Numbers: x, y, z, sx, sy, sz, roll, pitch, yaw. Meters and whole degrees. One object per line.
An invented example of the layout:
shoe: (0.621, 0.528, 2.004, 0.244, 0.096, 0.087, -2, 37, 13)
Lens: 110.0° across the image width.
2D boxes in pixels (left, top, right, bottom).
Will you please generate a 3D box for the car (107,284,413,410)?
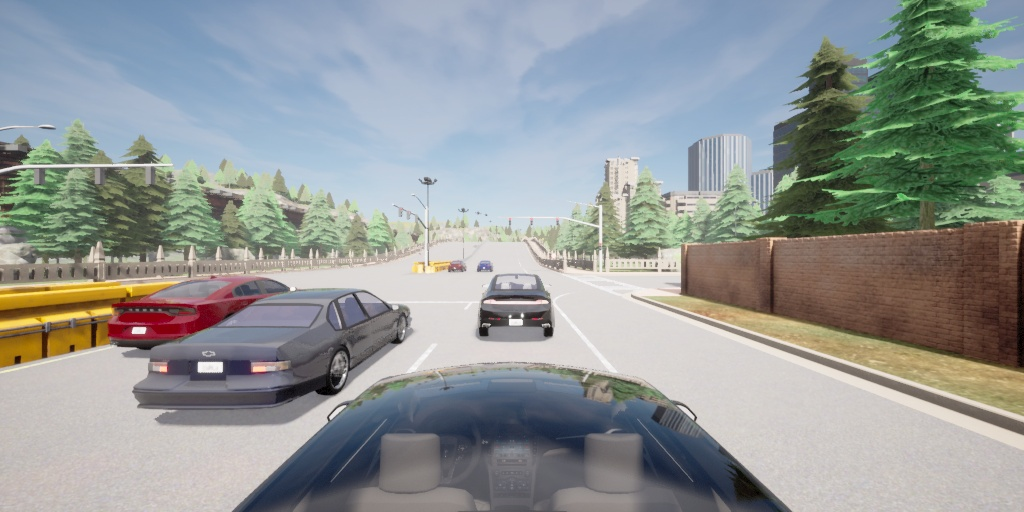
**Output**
car: (-3.398, 1.297, 6.544, 2.033, 1.411, 5.357, 0, 0, 0)

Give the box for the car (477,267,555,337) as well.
car: (0.130, 1.242, 10.289, 2.128, 1.511, 4.902, 0, 0, 1)

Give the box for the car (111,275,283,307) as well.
car: (-6.898, 1.228, 9.108, 1.882, 1.535, 5.008, 0, 0, 0)

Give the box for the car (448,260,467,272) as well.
car: (-6.887, 1.276, 45.359, 1.812, 1.442, 4.674, 0, 0, 0)

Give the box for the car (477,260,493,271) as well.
car: (-3.391, 1.276, 45.758, 1.812, 1.442, 4.674, 0, 0, 0)
